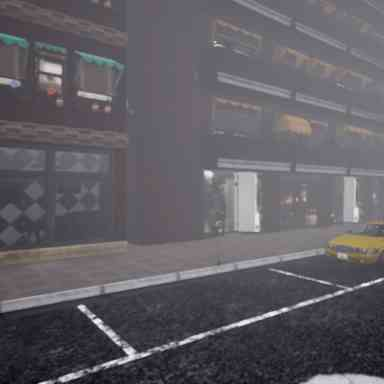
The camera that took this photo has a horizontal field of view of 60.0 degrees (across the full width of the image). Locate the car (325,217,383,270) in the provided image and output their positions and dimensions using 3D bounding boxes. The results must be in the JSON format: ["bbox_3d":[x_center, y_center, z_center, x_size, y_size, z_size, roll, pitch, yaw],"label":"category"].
[{"bbox_3d":[6.351,1.550,11.091,4.829,1.417,1.752,0,0,-35],"label":"car"}]
